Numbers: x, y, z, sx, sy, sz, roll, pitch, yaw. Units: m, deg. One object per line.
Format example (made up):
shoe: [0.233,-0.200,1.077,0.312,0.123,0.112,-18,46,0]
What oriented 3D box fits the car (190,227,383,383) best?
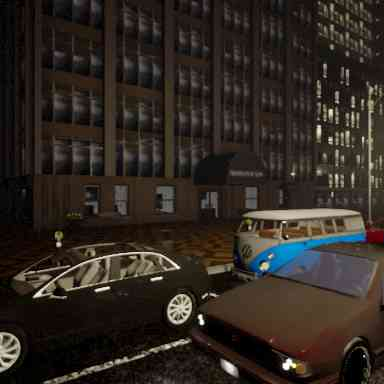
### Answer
car: [2.581,1.554,5.211,5.357,1.411,2.033,0,0,-35]

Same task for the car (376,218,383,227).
car: [7.321,1.562,11.758,4.507,1.381,1.887,0,0,-35]

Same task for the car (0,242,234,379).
car: [-1.683,1.553,5.361,4.403,1.369,2.008,0,0,-35]

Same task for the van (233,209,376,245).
van: [2.818,1.350,8.560,3.998,1.788,1.690,0,0,-35]
